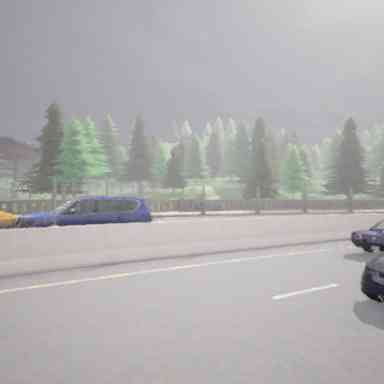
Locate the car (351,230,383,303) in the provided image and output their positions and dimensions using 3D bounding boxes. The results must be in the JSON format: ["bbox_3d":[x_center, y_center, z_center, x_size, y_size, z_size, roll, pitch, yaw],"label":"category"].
[{"bbox_3d":[5.544,1.617,7.015,4.181,1.385,1.994,1,0,-30],"label":"car"}]

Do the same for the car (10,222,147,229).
[{"bbox_3d":[-4.304,1.180,13.575,5.566,2.045,2.150,1,0,-33],"label":"car"}]

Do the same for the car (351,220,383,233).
[{"bbox_3d":[8.334,1.683,12.549,4.718,1.301,1.895,1,0,-27],"label":"car"}]
